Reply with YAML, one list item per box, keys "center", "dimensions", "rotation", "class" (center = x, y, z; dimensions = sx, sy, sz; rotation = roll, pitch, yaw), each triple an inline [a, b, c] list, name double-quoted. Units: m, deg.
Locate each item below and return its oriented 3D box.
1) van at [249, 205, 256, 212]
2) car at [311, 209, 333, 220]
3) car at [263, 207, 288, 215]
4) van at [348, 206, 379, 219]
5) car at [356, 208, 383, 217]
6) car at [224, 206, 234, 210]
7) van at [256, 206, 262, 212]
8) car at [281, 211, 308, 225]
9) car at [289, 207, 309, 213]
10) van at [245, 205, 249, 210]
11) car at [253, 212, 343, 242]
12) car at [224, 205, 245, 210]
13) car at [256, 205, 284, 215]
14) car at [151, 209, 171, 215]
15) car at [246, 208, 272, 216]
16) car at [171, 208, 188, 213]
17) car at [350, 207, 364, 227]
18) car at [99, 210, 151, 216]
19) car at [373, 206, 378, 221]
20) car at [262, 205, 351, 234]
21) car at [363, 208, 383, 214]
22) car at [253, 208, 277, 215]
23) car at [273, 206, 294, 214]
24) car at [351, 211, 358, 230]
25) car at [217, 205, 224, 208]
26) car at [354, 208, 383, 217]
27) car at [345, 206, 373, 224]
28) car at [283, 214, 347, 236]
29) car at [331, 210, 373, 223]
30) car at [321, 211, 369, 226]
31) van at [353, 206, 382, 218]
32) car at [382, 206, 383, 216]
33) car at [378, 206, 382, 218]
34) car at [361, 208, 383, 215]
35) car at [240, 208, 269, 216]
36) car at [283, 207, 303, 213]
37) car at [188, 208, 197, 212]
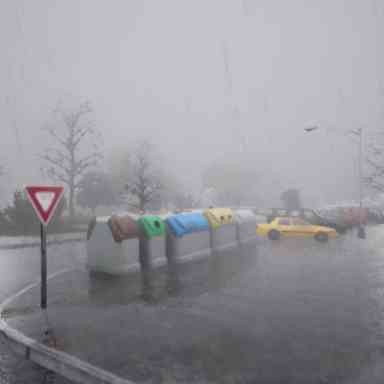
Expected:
- center: [8.459, 3.332, 57.903]
  dimensions: [4.442, 1.987, 1.878]
  rotation: [-1, -3, 13]
  class: "van"
- center: [20.077, 3.473, 51.319]
  dimensions: [2.128, 1.511, 4.902]
  rotation: [-1, -2, 33]
  class: "car"
- center: [18.253, 4.129, 72.841]
  dimensions: [5.366, 1.575, 1.946]
  rotation: [-1, -3, 13]
  class: "car"
- center: [29.553, 3.529, 57.334]
  dimensions: [4.442, 1.987, 1.878]
  rotation: [1, -1, 13]
  class: "van"
- center: [36.214, 4.141, 67.414]
  dimensions: [5.008, 1.535, 2.097]
  rotation: [1, -1, 12]
  class: "car"
- center: [3.471, 3.311, 50.442]
  dimensions: [4.674, 1.452, 2.002]
  rotation: [-1, -3, 13]
  class: "car"
- center: [10.083, 3.428, 60.399]
  dimensions: [4.442, 1.987, 1.878]
  rotation: [-1, -3, 13]
  class: "van"
- center: [12.110, 3.040, 39.107]
  dimensions: [1.812, 1.442, 4.674]
  rotation: [-1, -2, 33]
  class: "car"
- center: [29.037, 4.806, 90.483]
  dimensions: [5.008, 1.535, 2.097]
  rotation: [-1, -2, 11]
  class: "car"
- center: [6.836, 3.236, 55.409]
  dimensions: [4.442, 1.987, 1.878]
  rotation: [-1, -3, 13]
  class: "van"
- center: [6.769, 2.382, 22.027]
  dimensions: [5.366, 1.575, 1.946]
  rotation: [1, -2, 13]
  class: "car"
- center: [5.068, 3.116, 52.947]
  dimensions: [5.566, 2.045, 2.435]
  rotation: [-1, -2, 13]
  class: "car"
- center: [16.431, 3.786, 70.396]
  dimensions: [5.566, 2.045, 2.435]
  rotation: [-1, -2, 13]
  class: "car"
- center: [-5.339, 2.753, 36.940]
  dimensions: [4.892, 1.521, 2.231]
  rotation: [-1, -2, 13]
  class: "car"
- center: [13.186, 3.875, 65.399]
  dimensions: [4.792, 1.488, 2.163]
  rotation: [-1, -2, 13]
  class: "car"
- center: [-3.671, 2.860, 39.819]
  dimensions: [5.366, 1.575, 1.946]
  rotation: [-1, -2, 13]
  class: "car"
- center: [14.850, 2.765, 34.682]
  dimensions: [4.553, 1.767, 2.185]
  rotation: [1, -2, 13]
  class: "car"
- center: [-7.205, 2.643, 34.107]
  dimensions: [4.892, 1.521, 2.231]
  rotation: [-1, -3, 13]
  class: "car"
- center: [19.789, 2.927, 42.218]
  dimensions: [5.566, 2.045, 2.435]
  rotation: [1, -1, 13]
  class: "car"
- center: [8.283, 2.243, 24.598]
  dimensions: [5.566, 2.045, 2.435]
  rotation: [1, -2, 13]
  class: "car"
- center: [45.730, 4.719, 82.828]
  dimensions: [5.008, 1.535, 2.097]
  rotation: [1, -1, 10]
  class: "car"
- center: [14.867, 3.971, 67.886]
  dimensions: [4.792, 1.488, 2.163]
  rotation: [-1, -3, 13]
  class: "car"
- center: [21.299, 4.199, 77.874]
  dimensions: [4.553, 1.767, 2.185]
  rotation: [-1, -2, 13]
  class: "car"
- center: [11.573, 2.698, 29.633]
  dimensions: [5.008, 1.535, 2.097]
  rotation: [1, -1, 13]
  class: "car"
- center: [1.876, 3.049, 47.942]
  dimensions: [4.553, 1.767, 2.185]
  rotation: [-1, -2, 13]
  class: "car"
- center: [34.762, 4.045, 64.850]
  dimensions: [5.366, 1.575, 1.946]
  rotation: [1, -2, 13]
  class: "car"
- center: [16.501, 2.735, 37.186]
  dimensions: [5.566, 2.045, 2.435]
  rotation: [1, -1, 13]
  class: "car"
- center: [9.906, 2.638, 27.109]
  dimensions: [4.674, 1.452, 2.002]
  rotation: [1, -1, 13]
  class: "car"
- center: [21.424, 3.304, 44.730]
  dimensions: [4.792, 1.488, 2.163]
  rotation: [1, -1, 13]
  class: "car"
- center: [18.140, 3.112, 39.698]
  dimensions: [4.792, 1.488, 2.163]
  rotation: [1, -1, 13]
  class: "car"
- center: [32.835, 3.721, 62.383]
  dimensions: [4.442, 1.987, 1.878]
  rotation: [1, -1, 13]
  class: "van"
- center: [26.412, 3.313, 52.277]
  dimensions: [5.566, 2.045, 2.435]
  rotation: [1, -2, 13]
  class: "car"
- center: [23.130, 3.121, 47.248]
  dimensions: [5.566, 2.045, 2.435]
  rotation: [1, -2, 13]
  class: "car"
- center: [42.607, 4.526, 77.664]
  dimensions: [5.008, 1.535, 2.097]
  rotation: [1, -2, 11]
  class: "car"
- center: [11.775, 3.745, 62.864]
  dimensions: [5.366, 1.575, 1.946]
  rotation: [0, -3, 13]
  class: "car"
- center: [25.937, 4.643, 85.420]
  dimensions: [4.792, 1.488, 2.163]
  rotation: [-1, -2, 12]
  class: "car"
- center: [-1.606, 3.000, 42.618]
  dimensions: [4.792, 1.488, 2.163]
  rotation: [-1, -3, 13]
  class: "car"
